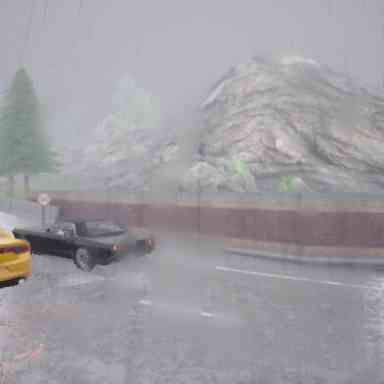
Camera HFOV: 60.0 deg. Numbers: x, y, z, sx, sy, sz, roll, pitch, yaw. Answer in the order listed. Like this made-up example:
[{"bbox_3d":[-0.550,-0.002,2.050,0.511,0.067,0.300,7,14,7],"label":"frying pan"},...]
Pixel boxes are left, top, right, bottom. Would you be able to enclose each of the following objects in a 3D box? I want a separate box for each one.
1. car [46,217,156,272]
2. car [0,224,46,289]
[{"bbox_3d":[-3.460,1.412,10.140,4.718,1.301,1.895,2,1,33],"label":"car"},{"bbox_3d":[-5.646,1.282,7.419,5.008,1.535,1.882,1,1,34],"label":"car"}]
